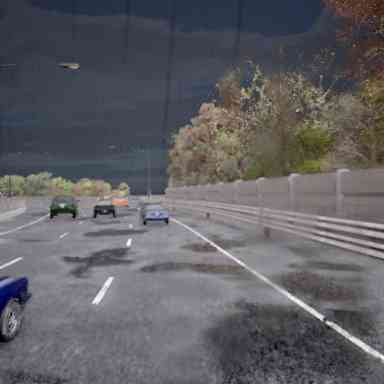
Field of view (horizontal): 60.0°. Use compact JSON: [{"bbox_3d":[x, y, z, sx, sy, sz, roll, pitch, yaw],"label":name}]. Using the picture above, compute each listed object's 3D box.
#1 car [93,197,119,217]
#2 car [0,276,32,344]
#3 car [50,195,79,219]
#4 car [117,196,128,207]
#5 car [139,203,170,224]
[{"bbox_3d":[-8.298,1.513,31.438,1.882,1.535,5.008,0,0,-16],"label":"car"},{"bbox_3d":[-3.560,1.622,3.478,1.895,1.301,4.718,0,0,-2],"label":"car"},{"bbox_3d":[-11.601,1.279,30.387,2.150,2.045,5.566,0,0,-17],"label":"car"},{"bbox_3d":[-10.980,1.393,51.177,2.097,1.767,4.553,0,0,-14],"label":"car"},{"bbox_3d":[-2.871,1.552,24.729,2.033,1.411,5.357,0,0,-13],"label":"car"}]
